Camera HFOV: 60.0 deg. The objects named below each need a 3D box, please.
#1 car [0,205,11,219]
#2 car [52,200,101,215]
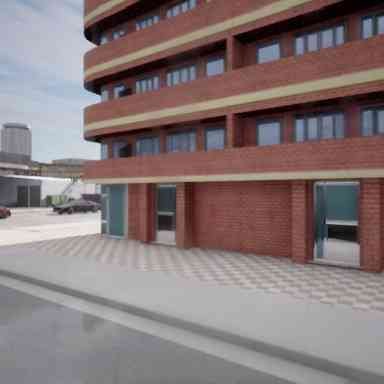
[{"bbox_3d":[-17.013,1.560,26.880,1.994,1.385,4.181,0,0,34],"label":"car"},{"bbox_3d":[-11.704,1.544,34.608,2.033,1.411,5.357,0,0,34],"label":"car"}]
